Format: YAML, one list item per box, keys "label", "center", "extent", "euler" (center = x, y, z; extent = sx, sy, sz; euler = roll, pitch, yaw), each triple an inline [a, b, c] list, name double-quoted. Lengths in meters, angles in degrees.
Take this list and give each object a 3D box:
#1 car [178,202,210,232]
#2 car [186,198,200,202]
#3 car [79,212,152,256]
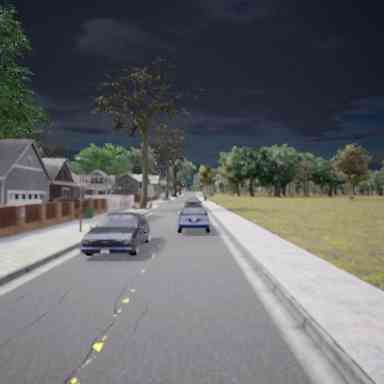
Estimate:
- label: "car"
  center: [0.108, 1.534, 20.183]
  extent: [2.033, 1.411, 5.357]
  euler: [0, 0, 0]
- label: "car"
  center: [0.120, 1.475, 38.053]
  extent: [1.837, 1.490, 4.892]
  euler: [0, 0, 0]
- label: "car"
  center: [-2.776, 1.540, 13.355]
  extent: [2.033, 1.411, 5.357]
  euler: [0, 0, 1]
